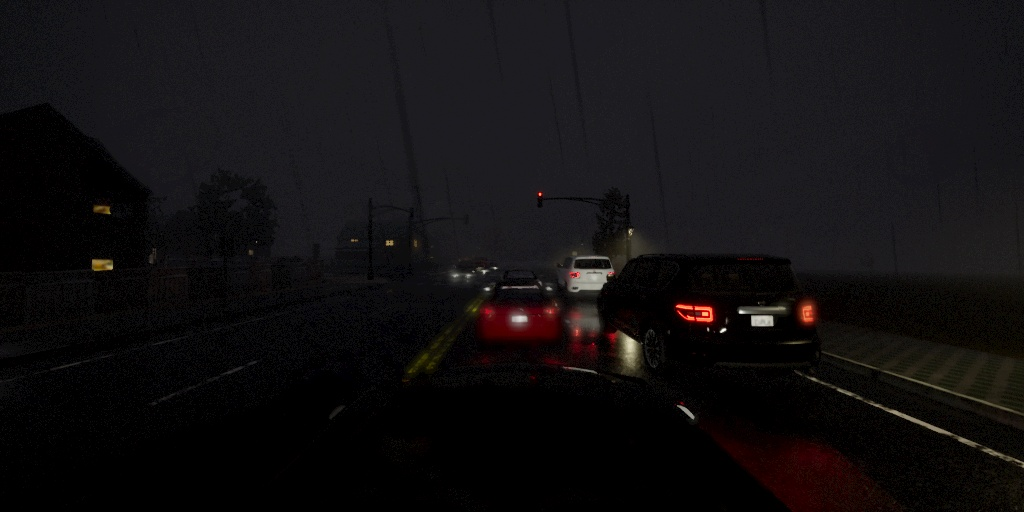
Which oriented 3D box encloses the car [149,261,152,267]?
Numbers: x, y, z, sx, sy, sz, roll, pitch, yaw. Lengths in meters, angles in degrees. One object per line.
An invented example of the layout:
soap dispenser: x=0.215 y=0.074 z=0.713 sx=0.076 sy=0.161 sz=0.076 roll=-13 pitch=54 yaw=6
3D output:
car: x=-41.802 y=0.600 z=39.088 sx=4.892 sy=1.490 sz=1.837 roll=1 pitch=-1 yaw=16

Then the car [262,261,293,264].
car: x=-20.871 y=0.940 z=33.229 sx=4.892 sy=1.490 sz=1.837 roll=1 pitch=-1 yaw=16

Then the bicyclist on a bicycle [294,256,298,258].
bicyclist on a bicycle: x=-24.188 y=0.781 z=40.246 sx=0.582 sy=1.620 sz=1.656 roll=1 pitch=-1 yaw=16

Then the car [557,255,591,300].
car: x=3.554 y=0.983 z=17.896 sx=2.150 sy=2.045 sz=5.566 roll=0 pitch=0 yaw=1

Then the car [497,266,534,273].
car: x=0.342 y=1.364 z=18.469 sx=1.895 sy=1.301 sz=4.718 roll=0 pitch=0 yaw=-3

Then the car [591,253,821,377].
car: x=3.402 y=0.974 z=7.537 sx=2.150 sy=2.045 sz=5.566 roll=0 pitch=0 yaw=0

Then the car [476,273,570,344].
car: x=0.177 y=1.319 z=9.659 sx=1.994 sy=1.385 sz=4.181 roll=0 pitch=0 yaw=0

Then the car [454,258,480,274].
car: x=-5.620 y=1.291 z=43.790 sx=1.882 sy=1.535 sz=5.008 roll=0 pitch=0 yaw=7

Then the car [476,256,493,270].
car: x=-4.796 y=1.064 z=56.265 sx=2.150 sy=2.045 sz=5.566 roll=0 pitch=0 yaw=4

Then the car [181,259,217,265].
car: x=-30.992 y=0.819 z=36.056 sx=5.357 sy=1.411 sz=2.033 roll=1 pitch=-1 yaw=16
